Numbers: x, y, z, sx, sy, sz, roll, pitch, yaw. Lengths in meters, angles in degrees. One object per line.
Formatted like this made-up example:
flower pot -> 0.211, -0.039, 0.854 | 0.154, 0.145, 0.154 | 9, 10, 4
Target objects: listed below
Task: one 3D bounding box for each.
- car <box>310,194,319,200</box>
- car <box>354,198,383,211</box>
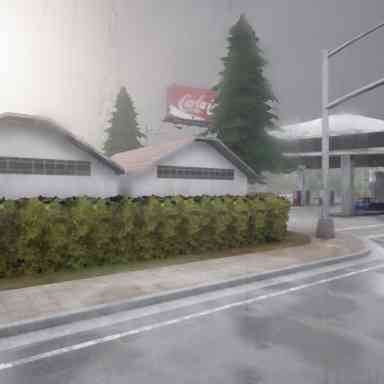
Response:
car -> 32.266, 1.357, 89.100 | 2.152, 1.636, 5.027 | 0, 0, -36
car -> 21.212, 1.494, 39.603 | 4.611, 1.667, 2.242 | 0, 0, -36
